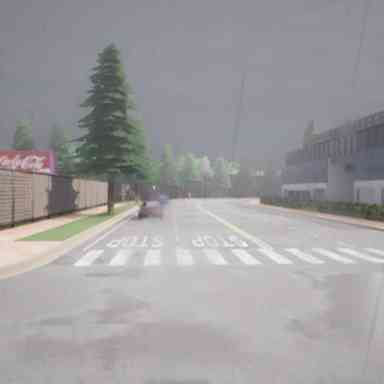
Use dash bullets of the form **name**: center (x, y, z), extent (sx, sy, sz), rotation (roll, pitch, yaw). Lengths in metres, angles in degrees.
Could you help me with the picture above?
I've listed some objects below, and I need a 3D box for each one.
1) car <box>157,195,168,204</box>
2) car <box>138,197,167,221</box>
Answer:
- **car**: center (-4.618, 1.136, 50.789), extent (1.882, 1.535, 5.008), rotation (0, 1, -2)
- **car**: center (-3.123, 1.366, 25.804), extent (1.812, 1.442, 4.674), rotation (0, 1, -4)
